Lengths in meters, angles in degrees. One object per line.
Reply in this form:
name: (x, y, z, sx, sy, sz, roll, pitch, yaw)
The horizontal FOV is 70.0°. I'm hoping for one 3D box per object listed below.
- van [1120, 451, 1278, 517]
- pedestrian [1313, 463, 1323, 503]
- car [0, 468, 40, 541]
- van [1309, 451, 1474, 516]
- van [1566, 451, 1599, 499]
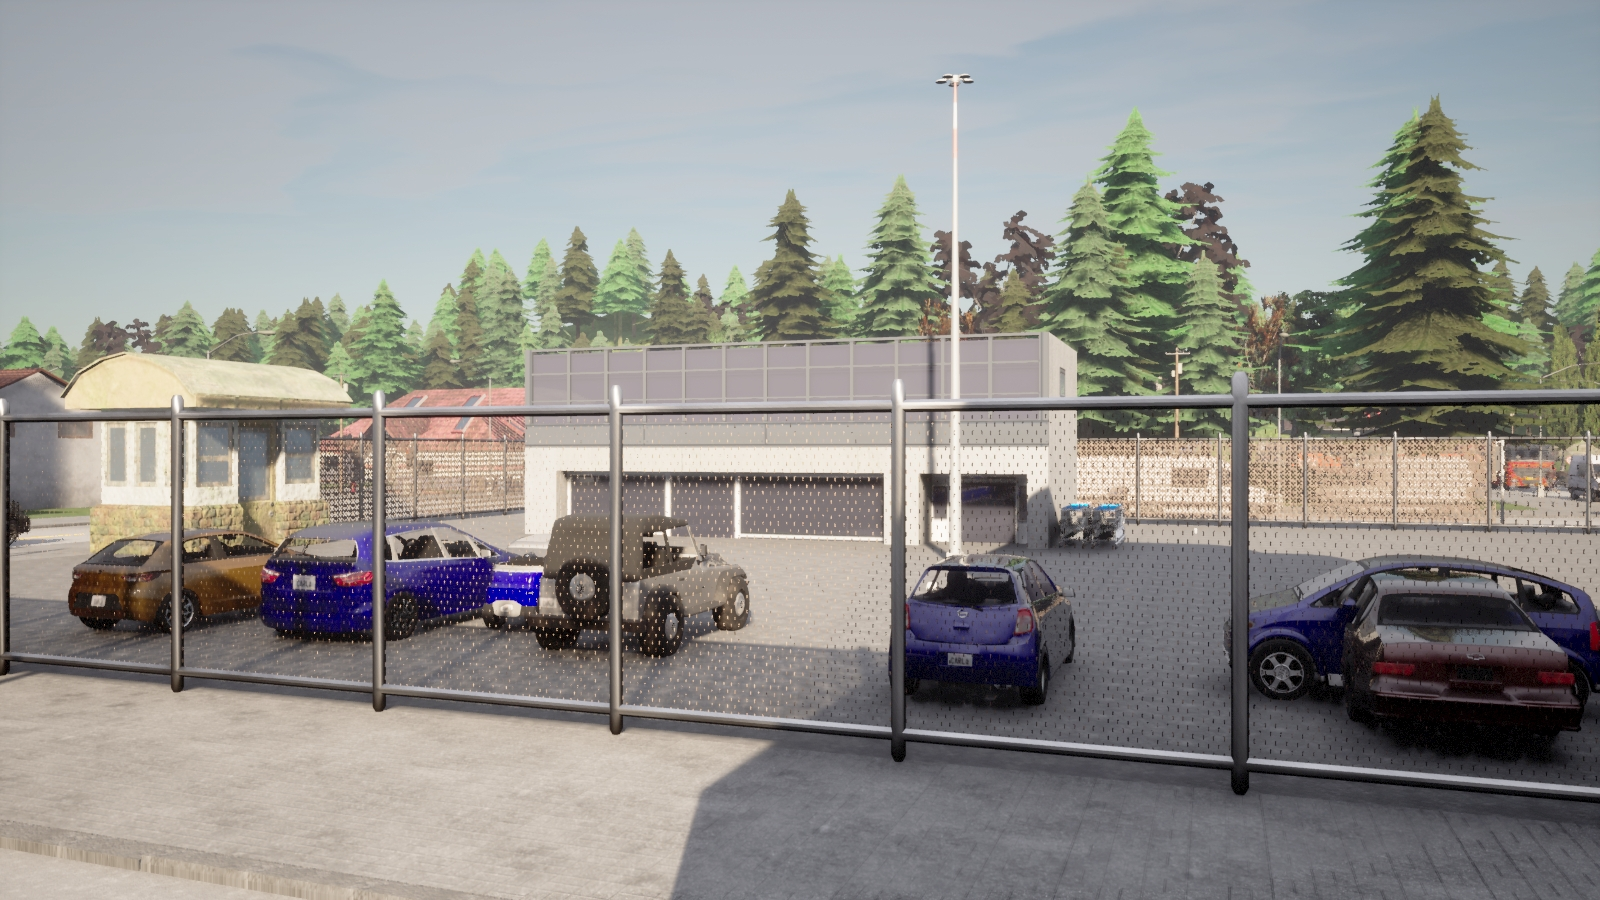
van: (16.090, 1.314, 46.209, 5.915, 2.561, 1.988, 0, 0, 20)
pedestrian: (23.947, 1.527, 52.830, 0.375, 1.860, 0.375, 0, 0, 21)
car: (-24.377, 1.559, 31.407, 2.150, 2.045, 5.566, 0, 0, 21)
van: (24.289, 1.315, 47.204, 5.915, 2.561, 1.988, 0, 0, 22)
van: (44.035, 1.315, 62.678, 1.988, 2.561, 5.915, 0, 0, 20)
